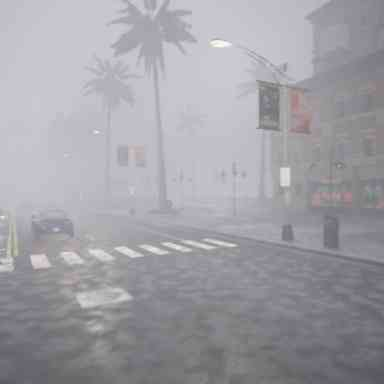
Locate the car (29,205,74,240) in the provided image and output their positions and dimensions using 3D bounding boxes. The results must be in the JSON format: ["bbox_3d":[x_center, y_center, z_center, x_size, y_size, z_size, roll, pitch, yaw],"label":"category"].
[{"bbox_3d":[-7.573,1.644,17.968,1.812,1.442,4.674,-1,0,-28],"label":"car"}]

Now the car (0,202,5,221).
[{"bbox_3d":[-17.732,1.824,29.146,2.033,1.411,5.357,-1,0,-28],"label":"car"}]

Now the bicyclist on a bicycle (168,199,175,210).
[{"bbox_3d":[-2.267,1.336,30.923,1.656,1.620,0.582,-1,0,-28],"label":"bicyclist on a bicycle"}]

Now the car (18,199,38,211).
[{"bbox_3d":[-23.993,1.899,48.115,1.812,1.442,4.674,-1,0,-32],"label":"car"}]

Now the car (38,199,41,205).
[{"bbox_3d":[-27.034,1.969,58.384,2.033,1.411,5.357,-1,0,-40],"label":"car"}]

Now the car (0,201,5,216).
[{"bbox_3d":[-22.665,1.831,38.320,1.882,1.535,5.008,-1,0,-28],"label":"car"}]

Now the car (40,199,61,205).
[{"bbox_3d":[-21.110,1.930,50.117,1.895,1.301,4.718,-1,0,-32],"label":"car"}]
